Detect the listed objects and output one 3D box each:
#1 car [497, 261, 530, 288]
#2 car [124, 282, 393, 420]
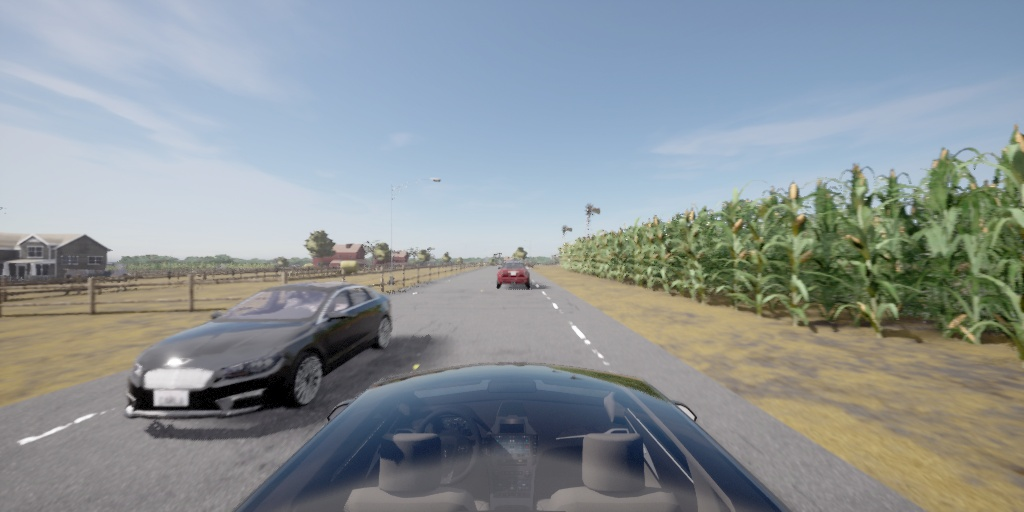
[{"bbox_3d":[0.085,1.141,24.469,2.097,1.767,4.553,0,0,0],"label":"car"},{"bbox_3d":[-3.603,1.243,6.246,2.128,1.511,4.902,0,0,0],"label":"car"}]
